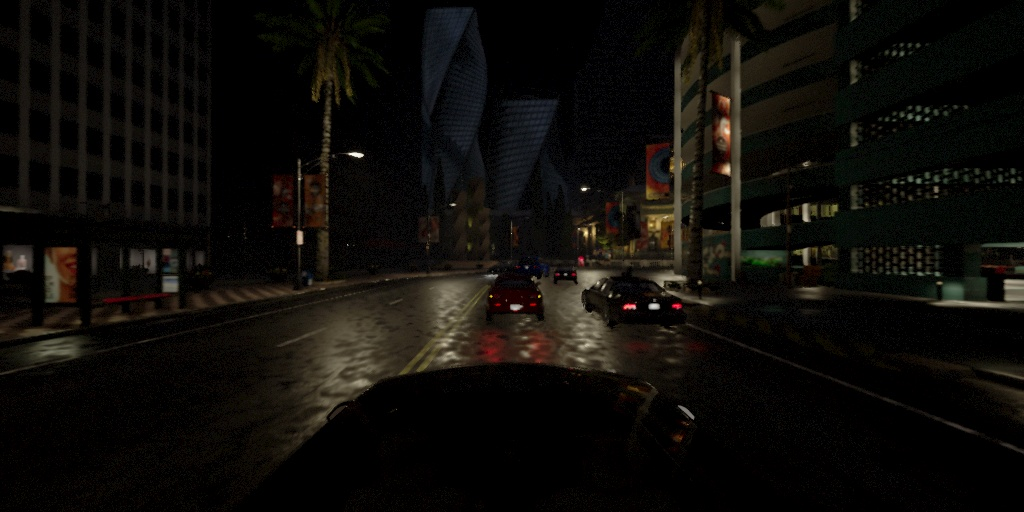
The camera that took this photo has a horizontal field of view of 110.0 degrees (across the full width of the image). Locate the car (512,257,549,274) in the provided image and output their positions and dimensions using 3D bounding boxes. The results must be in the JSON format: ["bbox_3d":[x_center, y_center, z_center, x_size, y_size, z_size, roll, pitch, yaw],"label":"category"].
[{"bbox_3d":[2.112,1.123,33.942,2.150,2.045,5.566,0,0,17],"label":"car"}]

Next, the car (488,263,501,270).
[{"bbox_3d":[-0.973,1.500,44.530,2.033,1.411,5.357,0,0,30],"label":"car"}]

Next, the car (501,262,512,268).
[{"bbox_3d":[0.940,1.535,40.729,1.895,1.301,4.718,0,0,27],"label":"car"}]

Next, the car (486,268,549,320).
[{"bbox_3d":[0.090,1.328,12.710,1.812,1.442,4.674,0,0,0],"label":"car"}]

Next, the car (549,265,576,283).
[{"bbox_3d":[4.404,1.427,29.042,2.033,1.411,5.357,0,0,10],"label":"car"}]

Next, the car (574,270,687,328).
[{"bbox_3d":[3.604,1.344,11.601,2.033,1.411,5.357,0,0,0],"label":"car"}]
